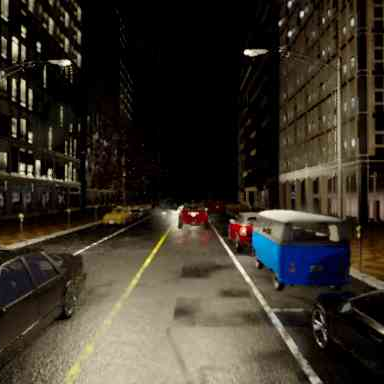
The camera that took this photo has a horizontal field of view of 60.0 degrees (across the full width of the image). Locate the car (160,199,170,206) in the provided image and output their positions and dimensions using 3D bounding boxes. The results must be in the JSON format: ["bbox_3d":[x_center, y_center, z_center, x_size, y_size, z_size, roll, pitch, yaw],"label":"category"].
[{"bbox_3d":[-5.696,2.290,71.641,1.802,1.307,4.206,0,-1,0],"label":"car"}]

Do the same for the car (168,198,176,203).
[{"bbox_3d":[-5.699,2.459,94.410,1.887,1.381,4.507,0,-1,0],"label":"car"}]

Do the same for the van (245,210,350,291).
[{"bbox_3d":[2.692,1.438,9.023,1.690,1.788,3.998,0,-1,0],"label":"van"}]

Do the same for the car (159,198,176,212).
[{"bbox_3d":[-3.089,1.828,47.054,2.097,1.767,4.553,0,-1,0],"label":"car"}]

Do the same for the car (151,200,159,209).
[{"bbox_3d":[-5.694,2.099,54.566,2.008,1.369,4.403,0,-1,0],"label":"car"}]

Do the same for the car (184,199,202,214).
[{"bbox_3d":[0.095,1.779,41.886,2.097,1.767,4.553,0,0,0],"label":"car"}]

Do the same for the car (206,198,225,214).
[{"bbox_3d":[2.690,1.698,37.482,2.192,1.841,5.009,0,-1,0],"label":"car"}]

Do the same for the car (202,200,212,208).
[{"bbox_3d":[2.686,2.129,60.417,1.752,1.417,4.829,0,-1,0],"label":"car"}]

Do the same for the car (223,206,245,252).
[{"bbox_3d":[2.691,1.595,14.713,1.967,1.590,4.097,0,-1,0],"label":"car"}]

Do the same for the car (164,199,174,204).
[{"bbox_3d":[-5.697,2.363,83.026,2.008,1.369,4.403,0,-1,0],"label":"car"}]

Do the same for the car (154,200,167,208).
[{"bbox_3d":[-5.695,2.168,60.259,1.947,1.339,4.313,0,-1,0],"label":"car"}]

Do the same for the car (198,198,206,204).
[{"bbox_3d":[2.683,2.429,88.707,1.947,1.339,4.313,0,-1,0],"label":"car"}]

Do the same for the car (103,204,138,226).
[{"bbox_3d":[-5.691,1.794,25.935,1.752,1.417,4.829,0,-1,0],"label":"car"}]

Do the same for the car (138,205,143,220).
[{"bbox_3d":[-5.692,1.878,31.798,2.008,1.369,4.403,0,-1,0],"label":"car"}]

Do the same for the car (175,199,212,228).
[{"bbox_3d":[0.097,1.606,24.590,2.097,1.767,4.553,0,-1,0],"label":"car"}]

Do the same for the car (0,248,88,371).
[{"bbox_3d":[-3.102,1.599,4.757,2.033,1.411,5.357,0,-1,0],"label":"car"}]

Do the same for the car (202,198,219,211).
[{"bbox_3d":[2.689,1.809,48.866,2.192,1.841,5.009,0,-1,0],"label":"car"}]

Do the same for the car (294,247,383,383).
[{"bbox_3d":[2.692,1.603,3.327,1.947,1.339,4.313,0,-1,0],"label":"car"}]
